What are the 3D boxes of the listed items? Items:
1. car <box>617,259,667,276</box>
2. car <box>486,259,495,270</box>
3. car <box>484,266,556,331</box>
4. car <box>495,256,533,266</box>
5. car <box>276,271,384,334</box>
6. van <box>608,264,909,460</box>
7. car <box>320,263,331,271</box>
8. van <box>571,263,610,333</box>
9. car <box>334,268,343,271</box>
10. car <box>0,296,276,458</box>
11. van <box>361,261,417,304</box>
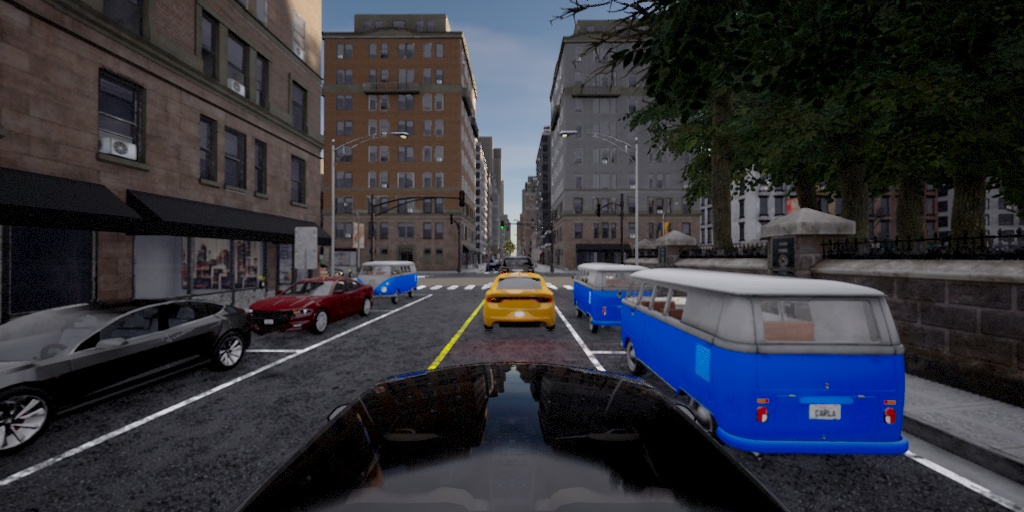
[{"bbox_3d":[13.811,1.195,38.293,4.553,1.767,2.097,0,0,0],"label":"car"},{"bbox_3d":[-2.362,1.215,49.519,2.097,1.767,4.553,0,0,2],"label":"car"},{"bbox_3d":[0.232,1.252,11.174,1.882,1.535,5.008,0,0,1],"label":"car"},{"bbox_3d":[0.206,1.019,22.636,2.150,2.045,5.566,0,1,-3],"label":"car"},{"bbox_3d":[-5.708,1.317,10.721,1.888,1.381,4.507,0,0,1],"label":"car"},{"bbox_3d":[2.710,1.100,4.913,1.690,1.789,3.998,0,0,1],"label":"van"},{"bbox_3d":[-17.180,1.154,28.510,4.553,1.767,2.097,0,0,0],"label":"car"},{"bbox_3d":[2.816,1.114,10.570,1.690,1.789,3.998,0,0,1],"label":"van"},{"bbox_3d":[-17.494,1.328,31.760,4.892,1.490,1.837,0,0,0],"label":"car"},{"bbox_3d":[-5.814,1.324,5.062,1.948,1.339,4.313,0,0,1],"label":"car"},{"bbox_3d":[-5.601,1.126,16.381,1.690,1.789,3.998,0,0,1],"label":"van"}]
